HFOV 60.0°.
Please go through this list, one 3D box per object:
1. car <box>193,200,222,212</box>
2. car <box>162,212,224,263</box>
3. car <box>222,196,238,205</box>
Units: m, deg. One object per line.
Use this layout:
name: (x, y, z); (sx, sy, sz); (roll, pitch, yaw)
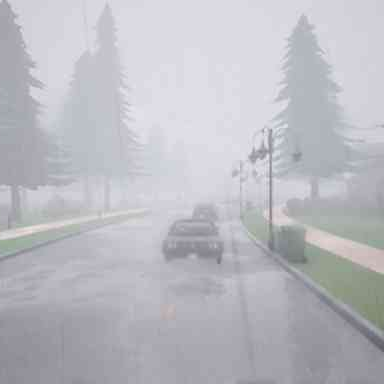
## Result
car: (1.207, 1.549, 27.440); (1.837, 1.490, 4.892); (0, 0, 9)
car: (0.085, 1.620, 12.050); (1.895, 1.301, 4.718); (0, 0, 1)
car: (6.744, 1.443, 59.414); (2.097, 1.767, 4.553); (0, 0, 24)
